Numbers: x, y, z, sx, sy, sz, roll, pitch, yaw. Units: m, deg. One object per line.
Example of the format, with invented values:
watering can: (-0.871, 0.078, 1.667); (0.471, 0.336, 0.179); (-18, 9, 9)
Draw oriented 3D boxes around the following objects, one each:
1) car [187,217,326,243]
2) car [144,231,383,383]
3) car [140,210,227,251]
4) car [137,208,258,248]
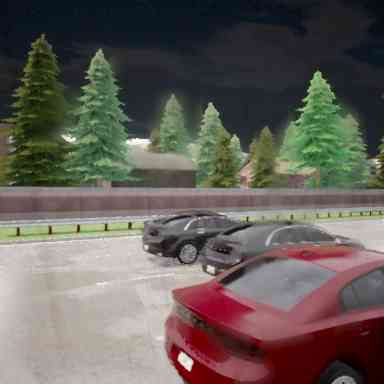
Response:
car: (2.532, 1.504, 8.715); (4.892, 1.490, 1.837); (0, 0, -30)
car: (2.089, 1.477, 4.441); (5.008, 1.535, 1.882); (0, 0, -30)
car: (0.662, 1.505, 11.679); (4.892, 1.490, 1.837); (0, 0, -30)
car: (0.321, 1.547, 15.506); (5.357, 1.411, 2.033); (0, 0, -30)
